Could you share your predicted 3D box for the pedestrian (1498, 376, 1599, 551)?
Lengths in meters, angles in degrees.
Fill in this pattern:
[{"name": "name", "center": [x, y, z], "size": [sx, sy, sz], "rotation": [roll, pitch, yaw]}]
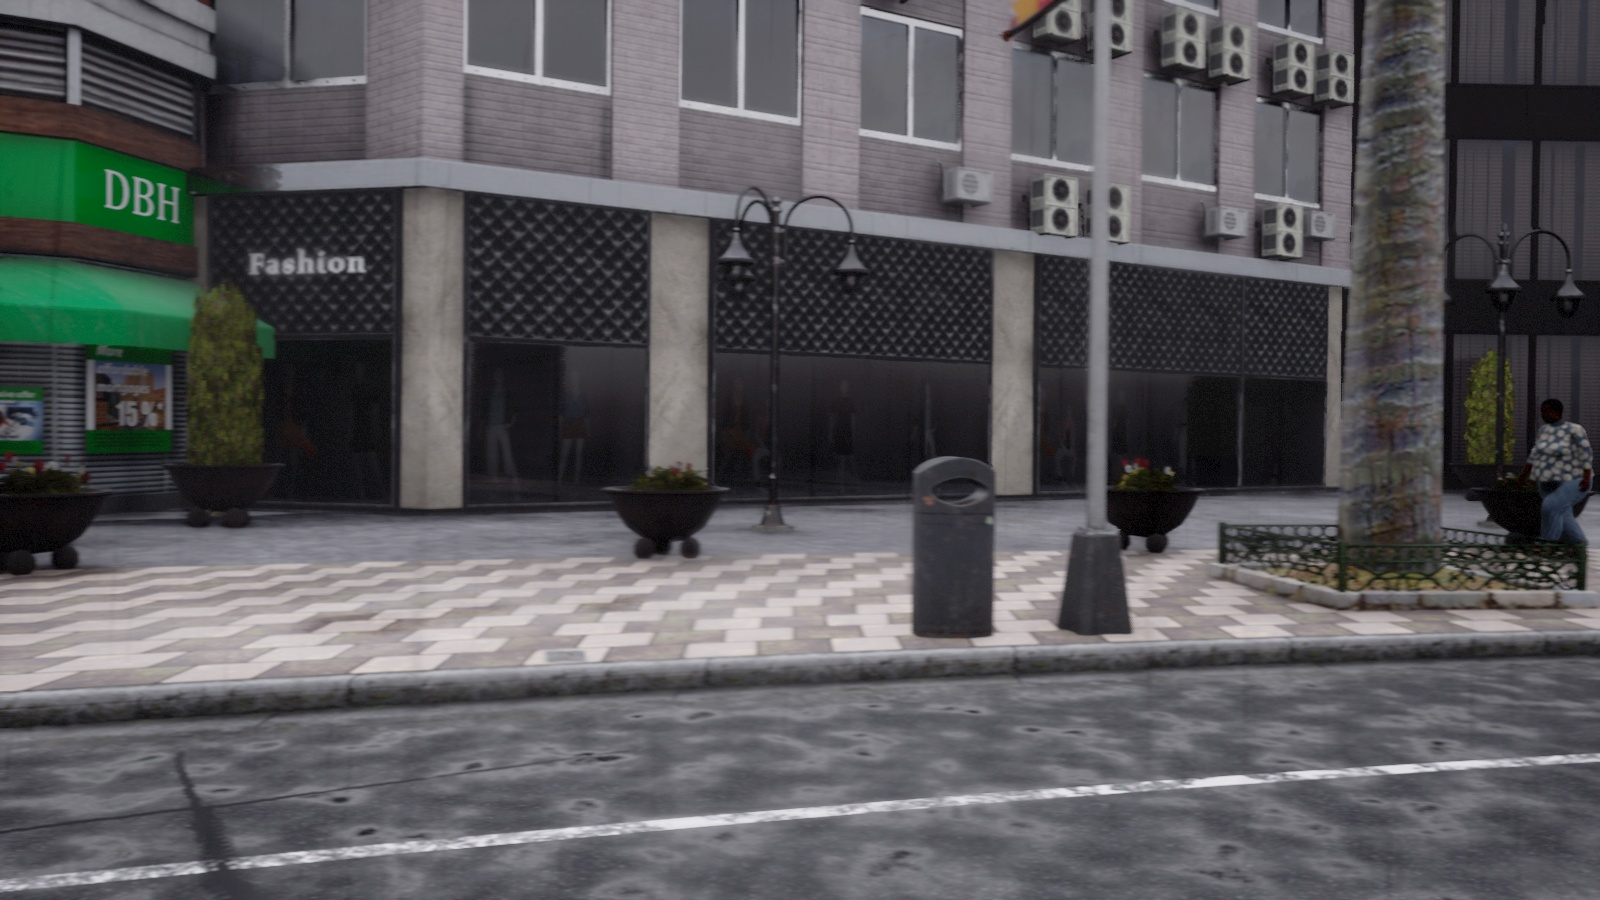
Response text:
[{"name": "pedestrian", "center": [8.405, 0.135, 13.825], "size": [0.900, 1.855, 0.874], "rotation": [-1, 1, -10]}]
